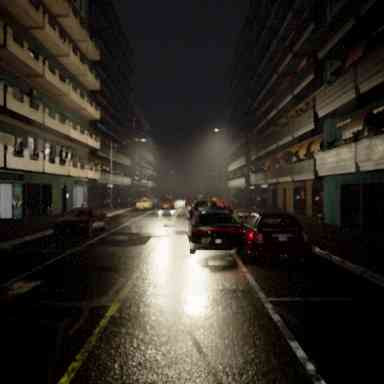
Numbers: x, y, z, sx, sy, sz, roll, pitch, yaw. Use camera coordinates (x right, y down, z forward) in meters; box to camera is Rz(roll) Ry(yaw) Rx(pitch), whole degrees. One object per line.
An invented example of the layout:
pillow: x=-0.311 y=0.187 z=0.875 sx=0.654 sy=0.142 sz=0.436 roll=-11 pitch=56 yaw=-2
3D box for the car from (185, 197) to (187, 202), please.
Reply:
car: x=0.007 y=1.383 z=48.210 sx=1.882 sy=1.535 sz=5.008 roll=0 pitch=0 yaw=0

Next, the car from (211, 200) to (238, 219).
car: x=2.685 y=1.479 z=28.745 sx=1.887 sy=1.381 sz=4.507 roll=0 pitch=0 yaw=0

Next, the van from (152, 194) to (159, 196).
van: x=-5.700 y=1.245 z=51.414 sx=1.690 sy=1.788 sz=3.998 roll=0 pitch=0 yaw=0

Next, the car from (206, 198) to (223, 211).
car: x=2.683 y=1.439 z=40.239 sx=1.752 sy=1.417 sz=4.829 roll=0 pitch=0 yaw=0

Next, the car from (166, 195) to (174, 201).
car: x=-5.704 y=1.433 z=85.216 sx=1.752 sy=1.417 sz=4.829 roll=0 pitch=0 yaw=0

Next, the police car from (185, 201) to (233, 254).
police car: x=0.799 y=1.391 z=13.475 sx=1.930 sy=1.638 sz=5.238 roll=0 pitch=0 yaw=-2

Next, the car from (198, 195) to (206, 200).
car: x=2.676 y=1.480 z=91.022 sx=1.947 sy=1.339 sz=4.313 roll=0 pitch=0 yaw=0

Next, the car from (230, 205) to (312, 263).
car: x=2.687 y=1.409 z=11.758 sx=1.967 sy=1.590 sz=4.097 roll=0 pitch=0 yaw=0

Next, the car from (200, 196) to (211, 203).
car: x=2.679 y=1.452 z=68.377 sx=2.008 sy=1.369 sz=4.403 roll=0 pitch=0 yaw=0

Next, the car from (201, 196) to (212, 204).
car: x=2.680 y=1.452 z=62.715 sx=2.008 sy=1.369 sz=4.403 roll=0 pitch=0 yaw=0

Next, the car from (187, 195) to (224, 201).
car: x=0.897 y=1.296 z=23.355 sx=2.097 sy=1.767 sz=4.553 roll=0 pitch=0 yaw=0

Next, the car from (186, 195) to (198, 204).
car: x=-0.007 y=1.393 z=64.511 sx=2.128 sy=1.511 sz=4.902 roll=0 pitch=0 yaw=0

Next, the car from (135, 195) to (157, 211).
car: x=-5.697 y=1.440 z=39.921 sx=1.752 sy=1.417 sz=4.829 roll=0 pitch=0 yaw=0

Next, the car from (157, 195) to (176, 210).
car: x=-3.087 y=1.438 z=41.301 sx=1.812 sy=1.442 sz=4.674 roll=0 pitch=0 yaw=0

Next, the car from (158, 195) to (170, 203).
car: x=-5.702 y=1.341 z=68.400 sx=1.967 sy=1.590 sz=4.097 roll=0 pitch=0 yaw=0

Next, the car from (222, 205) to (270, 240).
car: x=2.686 y=1.482 z=17.590 sx=1.752 sy=1.417 sz=4.829 roll=0 pitch=0 yaw=0

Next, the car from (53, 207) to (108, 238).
car: x=-5.694 y=1.502 z=17.442 sx=1.887 sy=1.381 sz=4.507 roll=0 pitch=0 yaw=0

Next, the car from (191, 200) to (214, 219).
car: x=0.832 y=1.459 z=29.381 sx=1.812 sy=1.442 sz=4.674 roll=0 pitch=0 yaw=0

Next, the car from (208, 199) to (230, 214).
car: x=2.684 y=1.468 z=34.411 sx=1.887 sy=1.381 sz=4.507 roll=0 pitch=0 yaw=0

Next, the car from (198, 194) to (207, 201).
car: x=2.676 y=1.348 z=85.363 sx=1.967 sy=1.590 sz=4.097 roll=0 pitch=0 yaw=0
